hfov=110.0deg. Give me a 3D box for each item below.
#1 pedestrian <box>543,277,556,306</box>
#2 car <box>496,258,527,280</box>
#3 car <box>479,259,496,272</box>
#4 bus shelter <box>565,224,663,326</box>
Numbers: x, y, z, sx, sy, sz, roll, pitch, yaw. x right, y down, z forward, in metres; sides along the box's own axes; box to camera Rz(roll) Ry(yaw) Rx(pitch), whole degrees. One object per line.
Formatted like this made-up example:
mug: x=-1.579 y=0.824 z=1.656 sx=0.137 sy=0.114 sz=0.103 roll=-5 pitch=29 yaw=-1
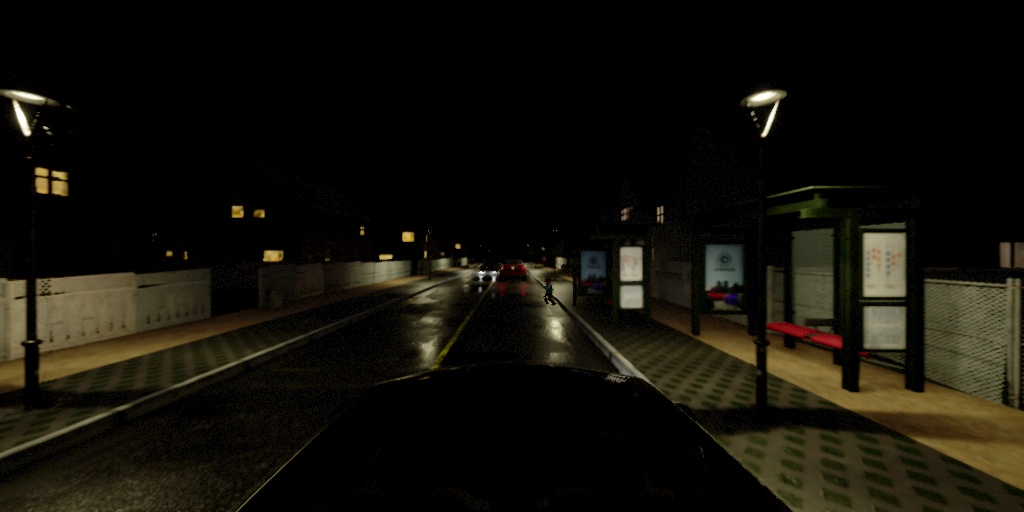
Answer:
pedestrian: x=1.443 y=1.348 z=13.610 sx=0.500 sy=1.100 sz=0.500 roll=0 pitch=0 yaw=-4
car: x=0.076 y=0.959 z=29.129 sx=2.097 sy=1.767 sz=4.553 roll=0 pitch=0 yaw=0
car: x=-2.824 y=1.082 z=43.090 sx=1.837 sy=1.490 sz=4.892 roll=0 pitch=0 yaw=0
bus shelter: x=3.011 y=0.563 z=11.254 sx=1.920 sy=2.740 sz=3.880 roll=0 pitch=0 yaw=0
